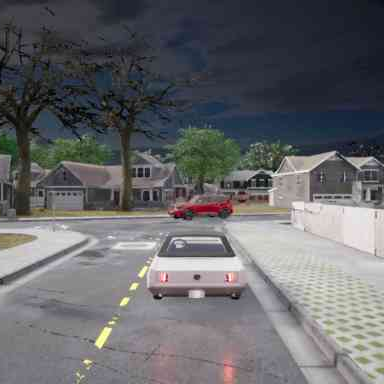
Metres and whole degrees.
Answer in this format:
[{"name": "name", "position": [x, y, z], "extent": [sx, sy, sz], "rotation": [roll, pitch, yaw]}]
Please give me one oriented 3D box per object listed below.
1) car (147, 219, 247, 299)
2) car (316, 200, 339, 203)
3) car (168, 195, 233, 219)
[{"name": "car", "position": [0.097, 1.602, 8.374], "extent": [1.895, 1.301, 4.718], "rotation": [0, 0, 0]}, {"name": "car", "position": [12.703, 1.577, 32.198], "extent": [4.892, 1.490, 1.837], "rotation": [-1, 0, -18]}, {"name": "car", "position": [0.784, 1.244, 27.441], "extent": [5.566, 2.045, 2.150], "rotation": [1, -1, -29]}]
